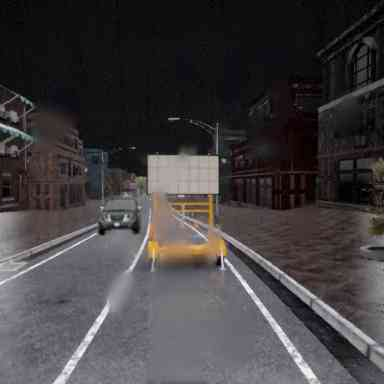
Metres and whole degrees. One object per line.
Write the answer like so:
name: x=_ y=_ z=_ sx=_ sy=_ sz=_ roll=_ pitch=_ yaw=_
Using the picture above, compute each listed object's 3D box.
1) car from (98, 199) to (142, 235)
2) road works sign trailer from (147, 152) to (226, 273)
car: x=-4.242 y=1.424 z=20.318 sx=2.150 sy=2.045 sz=5.566 roll=0 pitch=-1 yaw=-6
road works sign trailer: x=-0.299 y=0.497 z=10.941 sx=2.380 sy=3.560 sz=2.880 roll=0 pitch=-1 yaw=-9
